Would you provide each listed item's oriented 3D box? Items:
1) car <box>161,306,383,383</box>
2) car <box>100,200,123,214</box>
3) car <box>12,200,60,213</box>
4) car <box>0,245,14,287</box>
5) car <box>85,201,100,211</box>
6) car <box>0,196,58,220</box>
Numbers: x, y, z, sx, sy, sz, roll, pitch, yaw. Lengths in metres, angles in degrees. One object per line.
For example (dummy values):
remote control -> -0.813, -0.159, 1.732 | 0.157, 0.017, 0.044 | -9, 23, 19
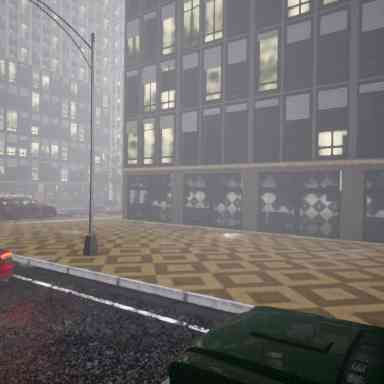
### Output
car -> 2.056, 1.601, 2.220 | 4.718, 1.301, 1.895 | 0, 0, 35
car -> -8.035, 1.830, 39.135 | 1.752, 1.417, 4.829 | 1, 0, 36
car -> -18.331, 1.643, 39.271 | 1.752, 1.417, 4.829 | 1, 0, 36
car -> -6.057, 1.521, 7.965 | 4.674, 1.442, 1.812 | 0, 0, 35
car -> -11.493, 1.776, 44.197 | 2.033, 1.411, 5.357 | 1, 0, 36
car -> -14.808, 1.519, 29.905 | 2.192, 1.841, 5.009 | 1, 0, 36
